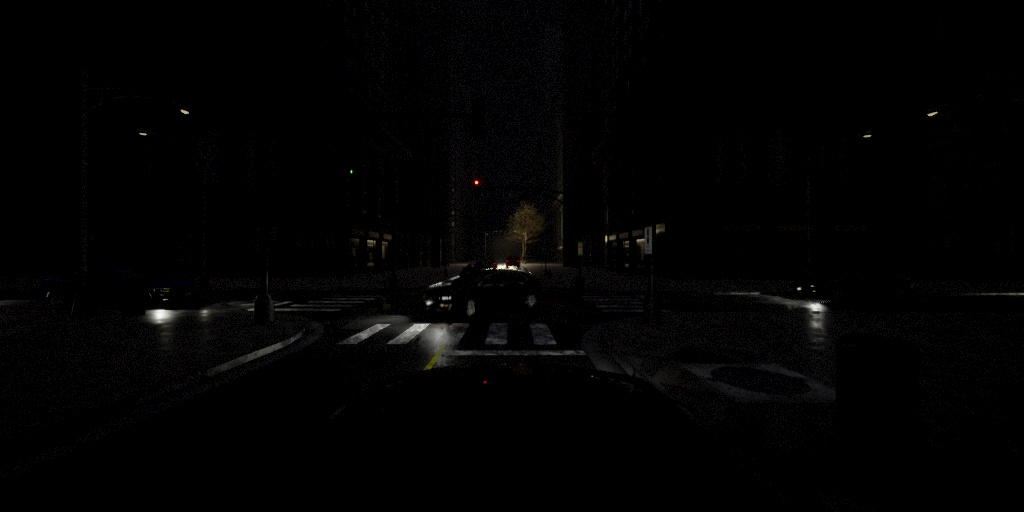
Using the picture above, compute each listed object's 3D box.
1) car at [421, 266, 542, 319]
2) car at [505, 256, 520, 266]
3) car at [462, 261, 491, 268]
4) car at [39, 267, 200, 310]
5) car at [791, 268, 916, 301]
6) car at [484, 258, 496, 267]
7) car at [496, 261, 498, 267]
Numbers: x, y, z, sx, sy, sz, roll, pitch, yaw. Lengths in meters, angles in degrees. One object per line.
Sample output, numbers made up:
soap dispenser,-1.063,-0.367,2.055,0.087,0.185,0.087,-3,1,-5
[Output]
car,-0.935,1.255,13.067,4.892,1.490,1.837,0,-3,-45
car,0.136,0.997,57.526,2.150,2.045,5.566,0,0,0
car,-3.082,1.314,29.584,1.994,1.385,4.181,0,0,0
car,-14.903,1.177,13.799,5.008,1.535,1.882,0,0,2
car,16.026,1.307,16.978,4.892,1.490,1.837,0,0,0
car,-3.077,1.232,38.654,1.882,1.535,5.008,0,0,0
car,-3.060,1.116,48.300,2.097,1.767,4.553,0,0,0
